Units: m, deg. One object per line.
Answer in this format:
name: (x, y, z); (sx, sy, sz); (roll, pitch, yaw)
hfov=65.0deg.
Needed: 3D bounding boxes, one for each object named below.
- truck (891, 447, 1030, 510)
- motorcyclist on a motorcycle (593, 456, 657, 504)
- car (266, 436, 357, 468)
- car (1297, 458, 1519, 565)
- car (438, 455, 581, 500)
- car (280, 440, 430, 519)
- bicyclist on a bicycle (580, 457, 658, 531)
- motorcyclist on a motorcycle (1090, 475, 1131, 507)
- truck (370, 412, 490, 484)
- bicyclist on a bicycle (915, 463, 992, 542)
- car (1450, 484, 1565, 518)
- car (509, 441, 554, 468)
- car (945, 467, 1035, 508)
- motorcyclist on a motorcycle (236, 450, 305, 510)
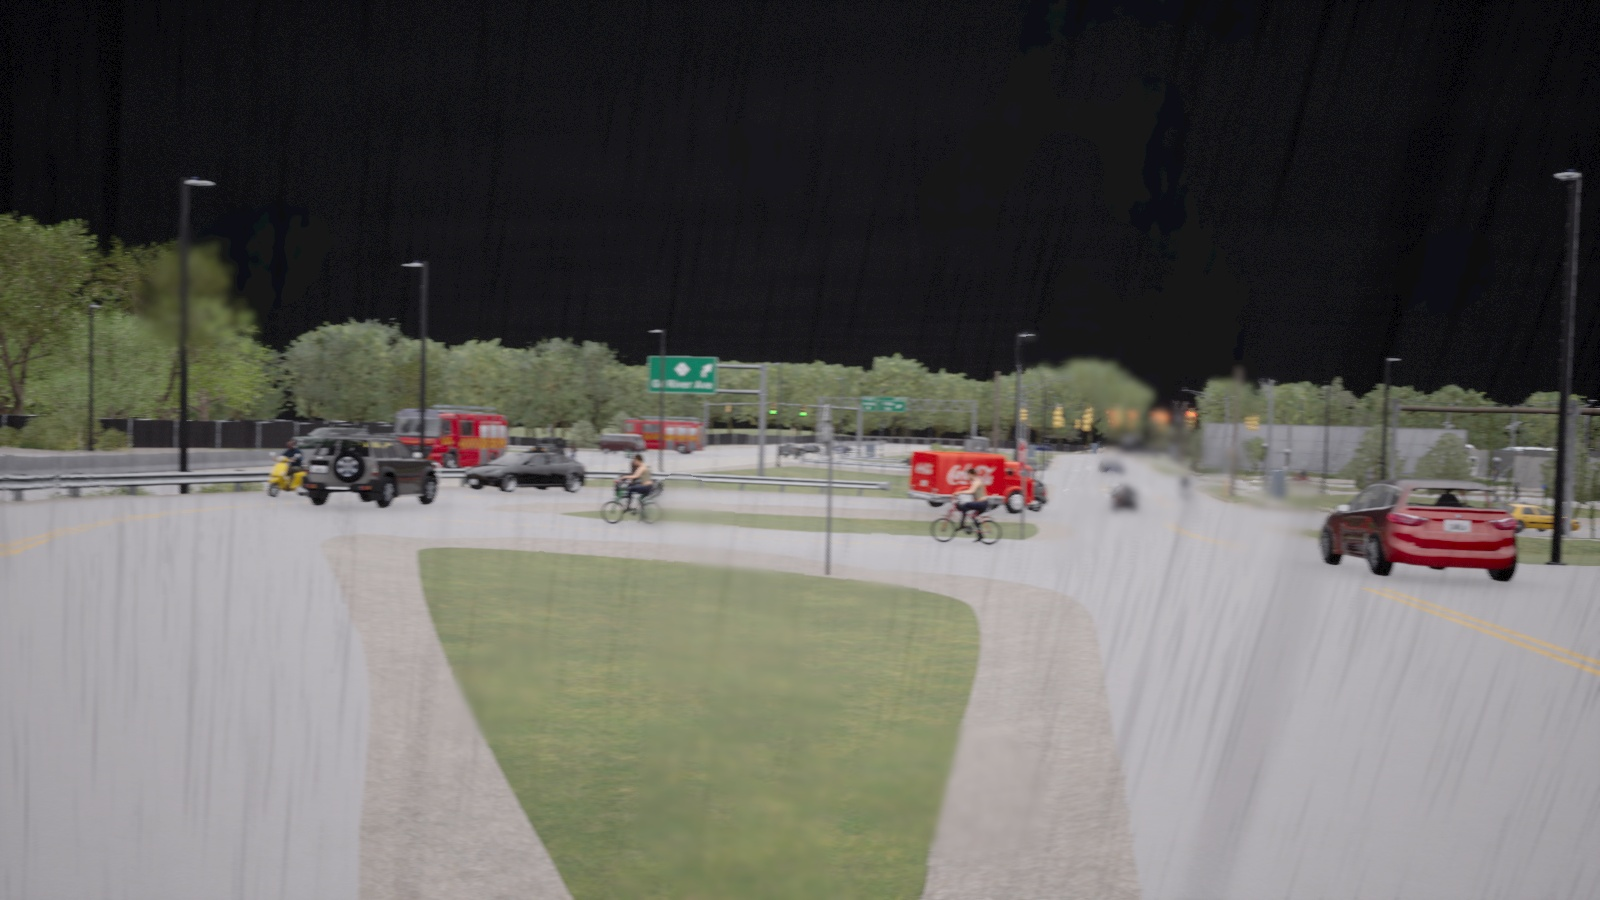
truck: (6.823, 1.198, 53.371); (5.204, 2.467, 2.627); (1, 2, -26)
motorcyclist on a motorcycle: (-6.247, 1.083, 44.912); (0.766, 1.649, 2.350); (3, 0, 37)
car: (-33.349, 0.131, 85.882); (2.150, 2.045, 5.566); (2, 1, 32)
car: (10.710, 1.047, 22.556); (2.242, 1.667, 4.611); (1, -1, 7)
car: (-10.502, 0.980, 45.714); (2.163, 1.488, 4.792); (2, 0, 37)
car: (-11.207, 0.720, 31.998); (1.932, 1.855, 4.605); (1, -1, 3)
bicyclist on a bicycle: (-4.078, 0.975, 28.399); (1.509, 1.612, 0.866); (1, -1, 9)
motorcyclist on a motorcycle: (15.584, 2.067, 63.062); (2.191, 1.530, 0.866); (0, 1, -41)
truck: (-20.752, -0.199, 71.042); (2.891, 3.827, 8.468); (1, 1, 11)
bicyclist on a bicycle: (3.254, 1.101, 26.592); (1.509, 1.612, 0.866); (1, -1, 14)
car: (36.881, 2.658, 65.485); (5.366, 1.575, 1.801); (2, 2, -13)
car: (-19.862, 0.339, 93.106); (1.905, 1.878, 3.866); (1, 1, 11)
car: (8.497, 1.669, 56.343); (3.705, 1.549, 1.789); (3, 1, 2)
motorcyclist on a motorcycle: (-14.590, 0.819, 34.646); (0.866, 1.590, 1.817); (1, 0, 11)
